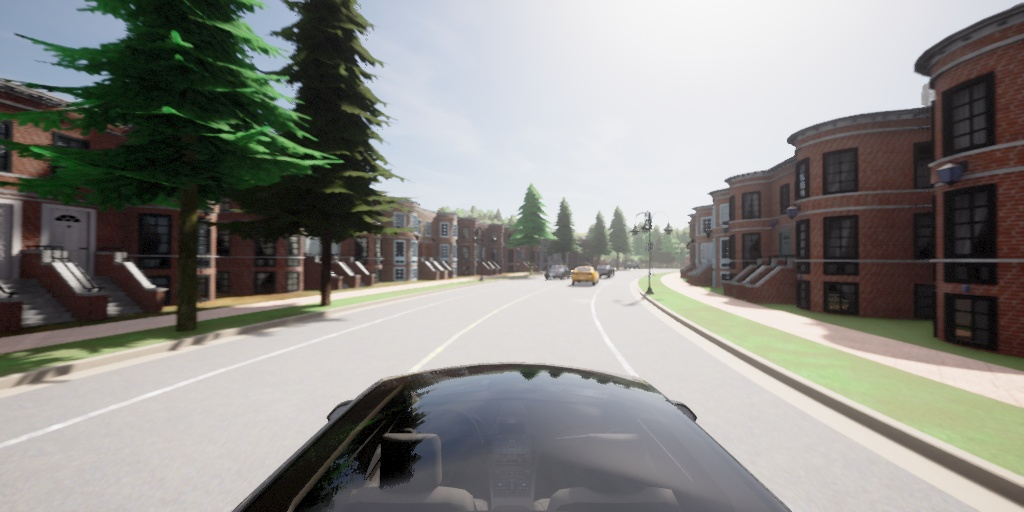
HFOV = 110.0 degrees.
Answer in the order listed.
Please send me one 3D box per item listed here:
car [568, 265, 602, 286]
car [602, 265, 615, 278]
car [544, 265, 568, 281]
[{"bbox_3d":[6.312,1.643,30.644,1.882,1.535,5.008,0,-1,18],"label":"car"},{"bbox_3d":[11.074,1.847,42.806,2.128,1.511,4.902,0,-1,24],"label":"car"},{"bbox_3d":[4.776,1.729,37.288,2.128,1.511,4.902,0,-1,21],"label":"car"}]
